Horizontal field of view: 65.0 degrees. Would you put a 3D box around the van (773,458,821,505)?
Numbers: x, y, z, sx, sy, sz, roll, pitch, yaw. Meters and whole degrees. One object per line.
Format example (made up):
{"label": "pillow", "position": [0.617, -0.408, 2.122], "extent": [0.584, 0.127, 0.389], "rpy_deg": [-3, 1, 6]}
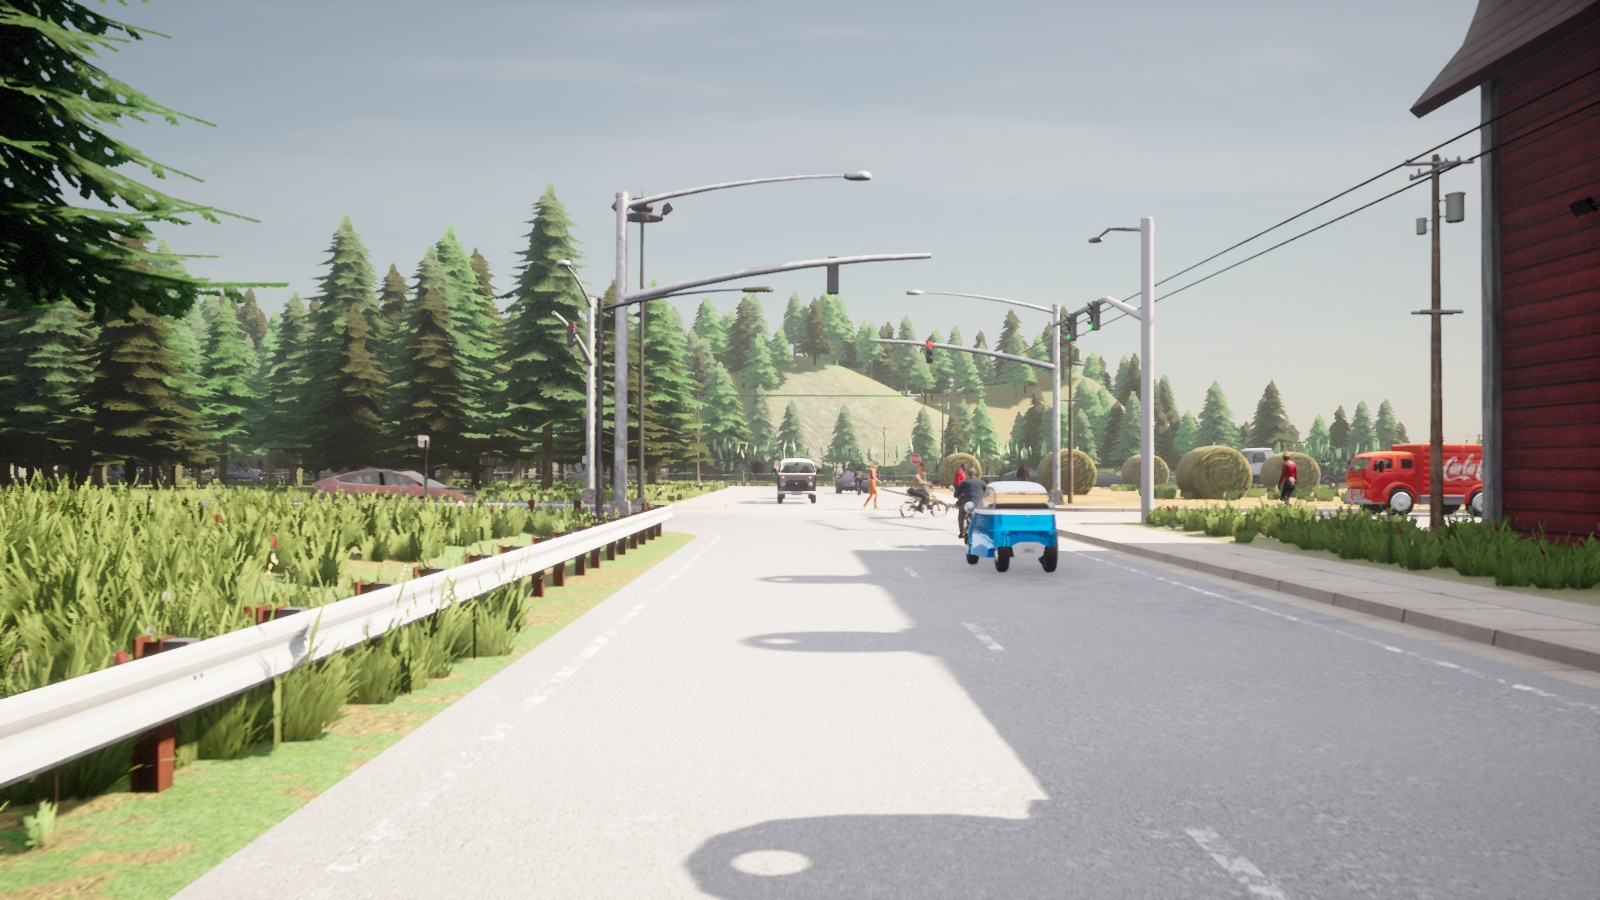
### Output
{"label": "van", "position": [-0.143, 1.392, 57.098], "extent": [2.069, 2.038, 4.480], "rpy_deg": [0, -1, 0]}

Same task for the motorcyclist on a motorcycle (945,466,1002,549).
{"label": "motorcyclist on a motorcycle", "position": [3.437, 1.127, 25.032], "extent": [0.866, 1.590, 1.817], "rpy_deg": [0, -1, 0]}

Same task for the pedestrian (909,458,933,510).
{"label": "pedestrian", "position": [4.537, 1.275, 47.157], "extent": [0.873, 1.952, 0.659], "rpy_deg": [0, -1, 3]}

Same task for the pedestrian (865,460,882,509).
{"label": "pedestrian", "position": [2.801, 1.312, 47.953], "extent": [0.594, 1.836, 0.345], "rpy_deg": [0, -1, -2]}

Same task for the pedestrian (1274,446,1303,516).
{"label": "pedestrian", "position": [12.987, 0.816, 33.381], "extent": [0.331, 1.846, 0.636], "rpy_deg": [0, -1, -27]}

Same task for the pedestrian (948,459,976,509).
{"label": "pedestrian", "position": [6.098, 1.266, 47.229], "extent": [0.899, 1.844, 0.634], "rpy_deg": [-1, -1, 27]}

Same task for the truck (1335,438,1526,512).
{"label": "truck", "position": [21.542, 0.854, 43.075], "extent": [5.204, 2.467, 2.627], "rpy_deg": [0, -1, -1]}

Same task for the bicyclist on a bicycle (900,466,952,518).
{"label": "bicyclist on a bicycle", "position": [3.918, 1.302, 39.197], "extent": [1.509, 1.612, 0.866], "rpy_deg": [0, -1, -1]}

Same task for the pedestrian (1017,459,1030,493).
{"label": "pedestrian", "position": [12.379, 1.441, 69.562], "extent": [0.634, 1.844, 0.899], "rpy_deg": [0, -1, 14]}

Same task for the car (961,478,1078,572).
{"label": "car", "position": [3.450, 1.153, 20.030], "extent": [1.481, 1.376, 2.207], "rpy_deg": [0, -1, 0]}

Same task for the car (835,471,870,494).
{"label": "car", "position": [3.302, 2.055, 79.514], "extent": [1.994, 1.385, 4.181], "rpy_deg": [0, -1, 0]}

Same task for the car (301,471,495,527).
{"label": "car", "position": [-11.226, 1.360, 35.371], "extent": [4.792, 1.488, 2.163], "rpy_deg": [0, -1, -1]}
